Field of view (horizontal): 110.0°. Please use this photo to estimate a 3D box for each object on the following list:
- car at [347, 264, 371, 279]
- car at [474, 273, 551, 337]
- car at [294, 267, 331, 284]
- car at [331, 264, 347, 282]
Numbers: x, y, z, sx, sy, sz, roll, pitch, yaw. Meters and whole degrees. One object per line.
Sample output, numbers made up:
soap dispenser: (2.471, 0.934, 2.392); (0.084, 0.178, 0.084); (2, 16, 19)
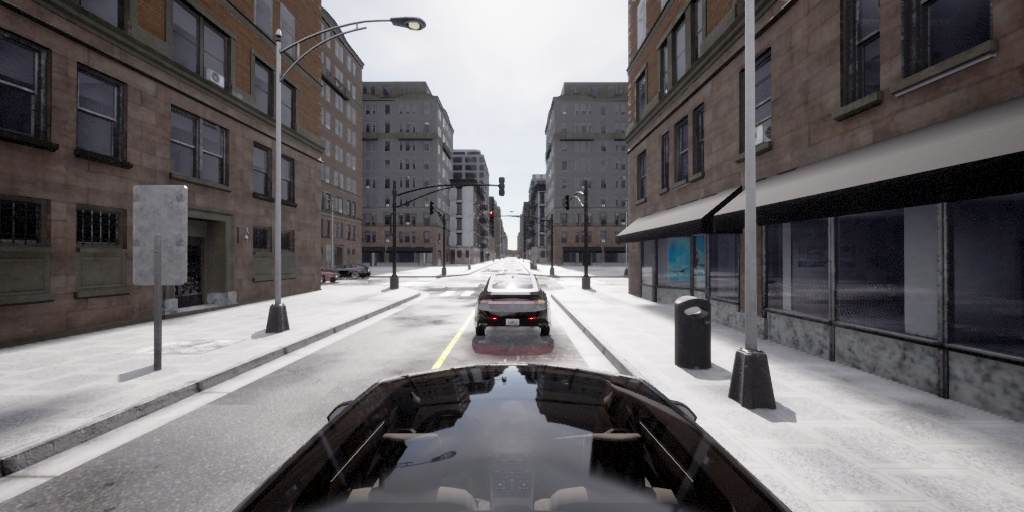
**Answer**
car: (-14.677, 1.330, 31.557); (4.313, 1.339, 1.948); (0, 0, 0)
car: (0.024, 1.242, 10.341); (2.128, 1.511, 4.902); (0, 0, 0)
car: (-14.707, 1.289, 23.531); (4.313, 1.339, 1.948); (0, 0, 0)
car: (-14.735, 1.300, 26.075); (4.181, 1.385, 1.994); (0, 0, 0)
